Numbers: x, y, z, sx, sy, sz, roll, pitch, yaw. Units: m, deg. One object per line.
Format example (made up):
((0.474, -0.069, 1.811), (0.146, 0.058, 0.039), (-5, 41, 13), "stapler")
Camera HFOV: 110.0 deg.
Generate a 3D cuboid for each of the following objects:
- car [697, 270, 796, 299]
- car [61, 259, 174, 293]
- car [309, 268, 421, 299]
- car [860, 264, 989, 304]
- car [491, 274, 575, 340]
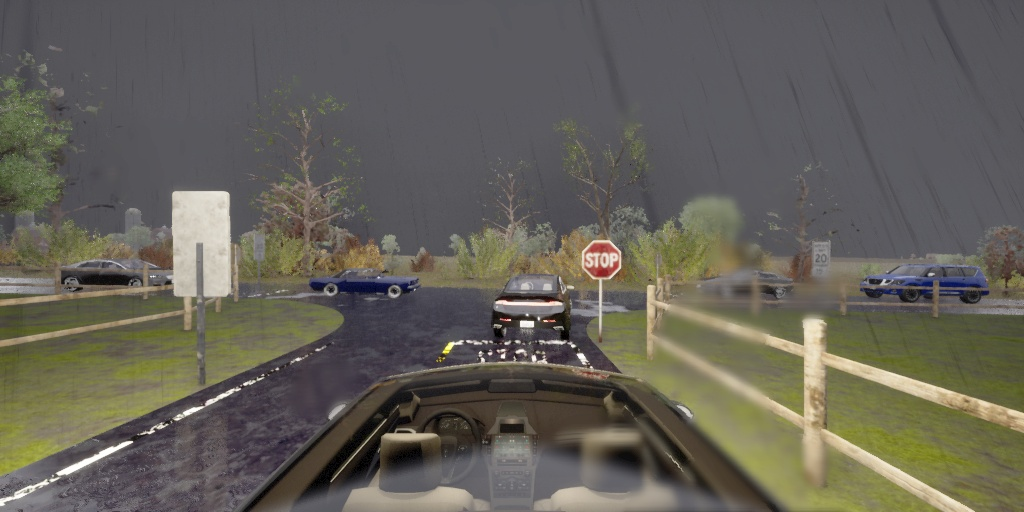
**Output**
((12.999, 1.525, 20.006), (4.902, 1.511, 2.128), (1, 1, 0), "car")
((-18.494, 0.885, 17.087), (4.902, 1.511, 2.128), (1, 1, 0), "car")
((-6.826, 1.248, 17.074), (4.718, 1.301, 1.895), (1, 1, 0), "car")
((22.894, 1.466, 19.998), (5.566, 2.045, 2.150), (1, 1, 0), "car")
((0.704, 1.240, 10.044), (2.128, 1.511, 4.902), (0, 0, 9), "car")
